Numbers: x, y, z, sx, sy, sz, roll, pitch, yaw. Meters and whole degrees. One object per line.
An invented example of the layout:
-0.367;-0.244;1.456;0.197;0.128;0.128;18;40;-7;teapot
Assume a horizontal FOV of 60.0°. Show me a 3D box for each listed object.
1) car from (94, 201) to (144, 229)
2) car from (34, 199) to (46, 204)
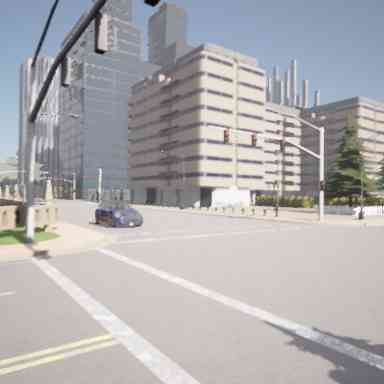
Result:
-5.145;1.469;23.093;2.097;1.767;4.553;1;-1;-35;car
-19.982;1.648;43.897;1.812;1.442;4.674;1;0;-35;car
